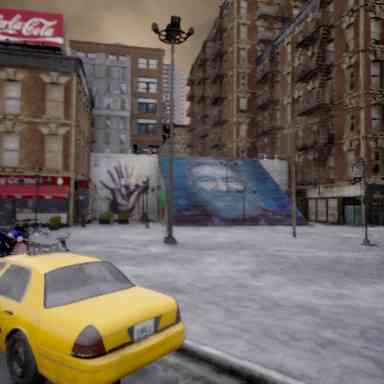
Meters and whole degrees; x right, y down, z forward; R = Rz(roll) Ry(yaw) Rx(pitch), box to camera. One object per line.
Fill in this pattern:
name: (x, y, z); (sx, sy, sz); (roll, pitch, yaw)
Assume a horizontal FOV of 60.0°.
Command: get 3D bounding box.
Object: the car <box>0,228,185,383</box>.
car: (-2.601, 1.641, 5.524); (5.366, 1.575, 1.801); (-1, -3, 37)
